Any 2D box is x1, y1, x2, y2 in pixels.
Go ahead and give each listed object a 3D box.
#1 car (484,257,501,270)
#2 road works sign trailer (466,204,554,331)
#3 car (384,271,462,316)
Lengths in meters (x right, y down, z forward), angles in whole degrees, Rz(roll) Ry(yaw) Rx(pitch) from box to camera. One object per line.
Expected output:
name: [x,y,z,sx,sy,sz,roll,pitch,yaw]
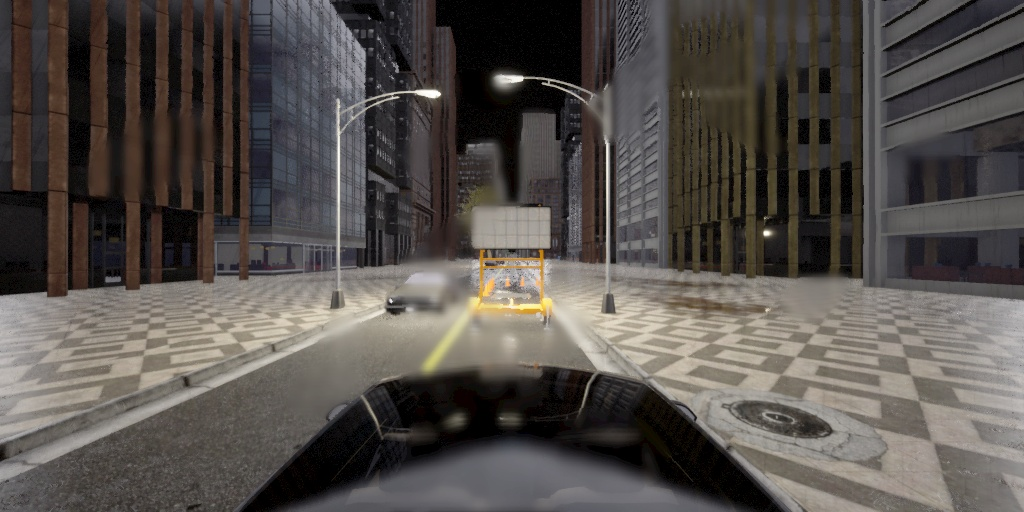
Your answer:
car: [-3.136,1.310,53.826,2.033,1.411,5.357,0,0,0]
road works sign trailer: [-0.007,0.215,10.981,2.380,3.560,2.880,0,0,0]
car: [-3.108,1.298,13.732,2.033,1.411,5.357,0,0,0]
